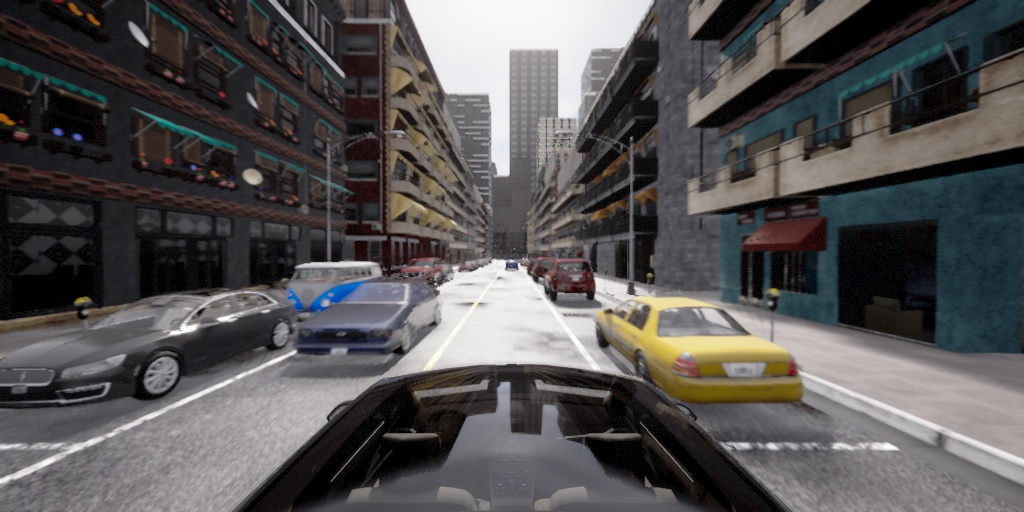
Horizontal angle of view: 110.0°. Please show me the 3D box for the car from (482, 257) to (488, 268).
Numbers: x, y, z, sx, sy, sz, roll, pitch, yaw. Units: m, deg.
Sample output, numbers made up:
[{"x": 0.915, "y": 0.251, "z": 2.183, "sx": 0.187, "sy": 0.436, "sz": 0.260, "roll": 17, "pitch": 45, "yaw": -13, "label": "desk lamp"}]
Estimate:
[{"x": -5.702, "y": 1.304, "z": 62.329, "sx": 2.007, "sy": 1.370, "sz": 4.403, "roll": 0, "pitch": 0, "yaw": 0, "label": "car"}]

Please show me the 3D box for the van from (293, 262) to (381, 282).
[{"x": -5.661, "y": 1.091, "z": 11.910, "sx": 1.690, "sy": 1.789, "sz": 3.998, "roll": 0, "pitch": 0, "yaw": 0, "label": "van"}]

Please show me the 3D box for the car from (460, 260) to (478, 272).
[{"x": -5.700, "y": 1.333, "z": 45.523, "sx": 1.802, "sy": 1.307, "sz": 4.207, "roll": 0, "pitch": 0, "yaw": 0, "label": "car"}]

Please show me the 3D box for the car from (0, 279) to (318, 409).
[{"x": -5.660, "y": 1.300, "z": 6.308, "sx": 2.007, "sy": 1.370, "sz": 4.403, "roll": 0, "pitch": 0, "yaw": 0, "label": "car"}]

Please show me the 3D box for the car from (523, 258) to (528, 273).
[{"x": 2.682, "y": 1.066, "z": 39.894, "sx": 2.192, "sy": 1.841, "sz": 5.009, "roll": 0, "pitch": 0, "yaw": 0, "label": "car"}]

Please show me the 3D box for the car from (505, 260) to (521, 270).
[{"x": -0.009, "y": 1.230, "z": 50.982, "sx": 1.882, "sy": 1.535, "sz": 5.008, "roll": 0, "pitch": 0, "yaw": 0, "label": "car"}]

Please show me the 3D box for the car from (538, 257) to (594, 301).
[{"x": 2.686, "y": 1.065, "z": 17.485, "sx": 2.192, "sy": 1.841, "sz": 5.009, "roll": 0, "pitch": 0, "yaw": 0, "label": "car"}]

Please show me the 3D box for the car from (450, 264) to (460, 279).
[{"x": -5.704, "y": 1.301, "z": 28.717, "sx": 2.007, "sy": 1.370, "sz": 4.403, "roll": 0, "pitch": 0, "yaw": 0, "label": "car"}]

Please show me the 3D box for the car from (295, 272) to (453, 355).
[{"x": -3.022, "y": 1.298, "z": 8.969, "sx": 2.033, "sy": 1.411, "sz": 5.357, "roll": 0, "pitch": 0, "yaw": 0, "label": "car"}]

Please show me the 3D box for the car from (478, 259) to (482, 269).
[{"x": -5.701, "y": 1.334, "z": 51.125, "sx": 1.802, "sy": 1.307, "sz": 4.207, "roll": 0, "pitch": 0, "yaw": 0, "label": "car"}]

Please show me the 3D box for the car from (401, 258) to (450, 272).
[{"x": -5.686, "y": 1.065, "z": 23.114, "sx": 2.192, "sy": 1.841, "sz": 5.009, "roll": 0, "pitch": 0, "yaw": 0, "label": "car"}]

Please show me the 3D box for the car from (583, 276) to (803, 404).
[{"x": 2.688, "y": 1.276, "z": 6.451, "sx": 1.751, "sy": 1.417, "sz": 4.829, "roll": 0, "pitch": 0, "yaw": 0, "label": "car"}]

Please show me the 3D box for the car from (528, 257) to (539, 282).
[{"x": 2.684, "y": 1.065, "z": 28.689, "sx": 2.192, "sy": 1.841, "sz": 5.009, "roll": 0, "pitch": 0, "yaw": 0, "label": "car"}]
